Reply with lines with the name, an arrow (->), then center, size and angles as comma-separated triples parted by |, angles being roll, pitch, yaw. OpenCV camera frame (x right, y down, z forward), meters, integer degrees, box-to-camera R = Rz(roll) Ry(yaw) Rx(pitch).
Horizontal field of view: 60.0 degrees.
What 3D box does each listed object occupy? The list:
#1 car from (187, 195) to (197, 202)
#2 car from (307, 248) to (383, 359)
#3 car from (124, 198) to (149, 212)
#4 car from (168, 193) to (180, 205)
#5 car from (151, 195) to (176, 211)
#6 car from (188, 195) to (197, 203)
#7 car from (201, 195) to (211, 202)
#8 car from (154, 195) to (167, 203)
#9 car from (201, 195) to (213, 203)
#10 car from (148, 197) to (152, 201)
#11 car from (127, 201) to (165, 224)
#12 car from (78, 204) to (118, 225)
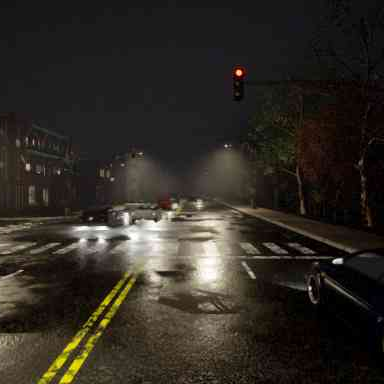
car -> -0.017, 1.494, 79.758 | 2.128, 1.511, 4.902 | 0, 0, 0
car -> 3.337, 1.563, 5.254 | 1.994, 1.385, 4.181 | 0, 0, 1
car -> -6.609, 1.589, 38.936 | 1.895, 1.301, 4.718 | 0, 0, 0
car -> -3.352, 1.196, 58.809 | 2.150, 2.045, 5.566 | 0, 1, 0
car -> -3.348, 1.466, 39.881 | 1.882, 1.535, 5.008 | 0, 1, 0
car -> 0.086, 1.501, 69.677 | 1.812, 1.442, 4.674 | 0, 0, 0
car -> 3.231, 1.510, 78.533 | 2.033, 1.411, 5.357 | 0, 0, 0
car -> -6.516, 1.492, 69.048 | 2.128, 1.511, 4.902 | 0, 0, 0
car -> 3.337, 1.467, 68.349 | 2.128, 1.511, 4.902 | 0, 0, 0
car -> -6.601, 1.544, 53.650 | 1.994, 1.385, 4.181 | 0, 0, 0
car -> -3.355, 1.595, 25.097 | 1.895, 1.301, 4.718 | 0, 0, 0
car -> -6.605, 1.558, 23.748 | 1.994, 1.385, 4.181 | 0, 0, 0
